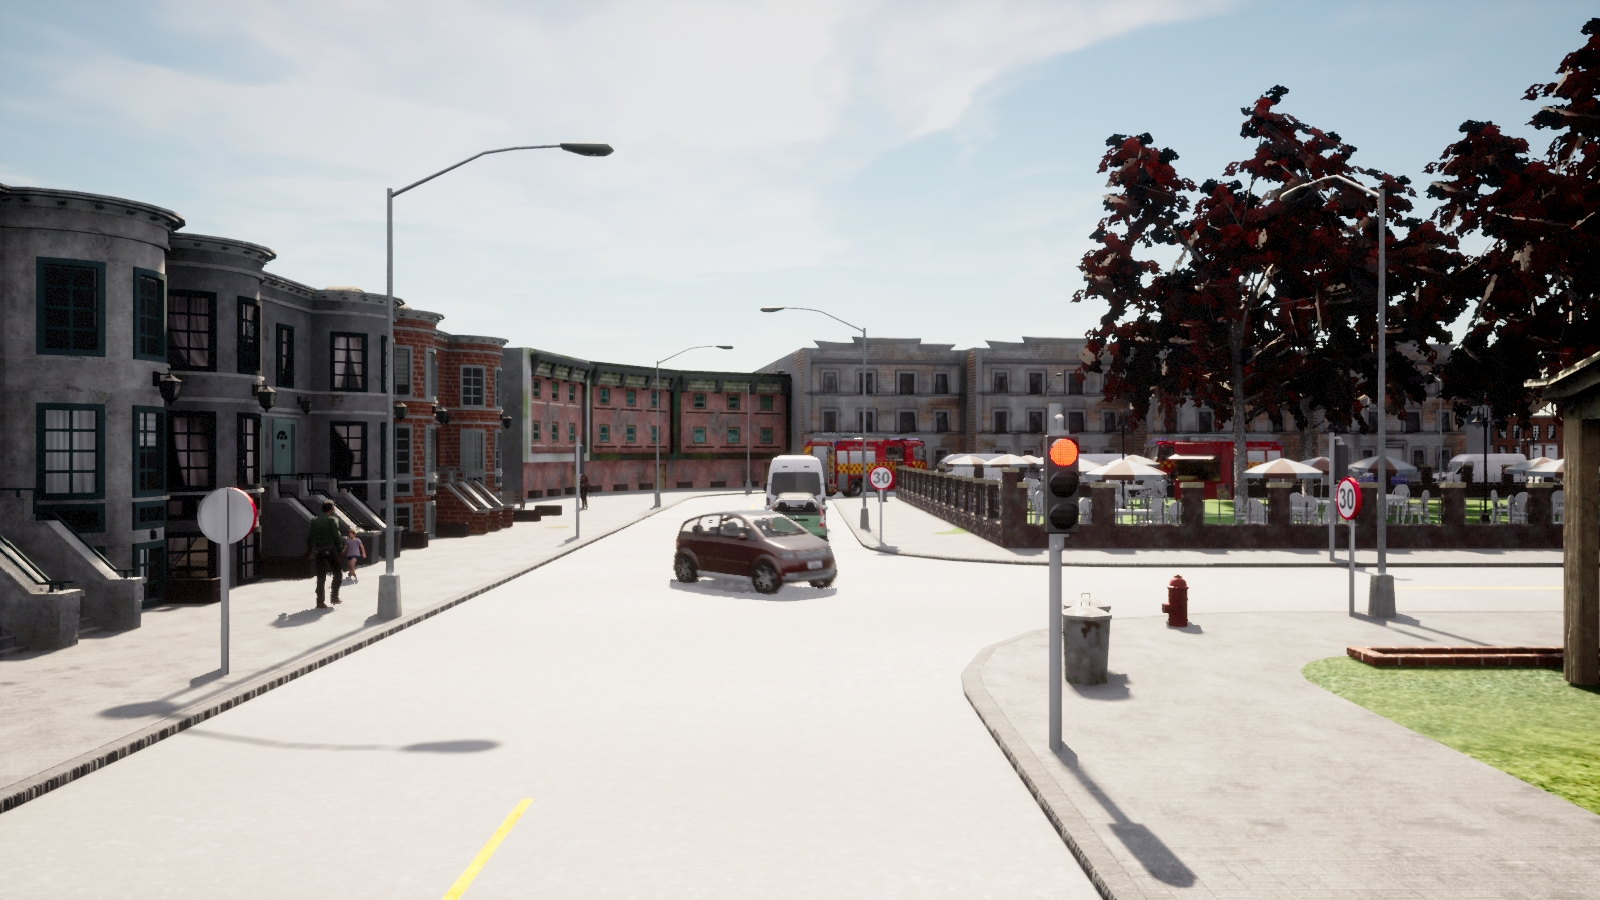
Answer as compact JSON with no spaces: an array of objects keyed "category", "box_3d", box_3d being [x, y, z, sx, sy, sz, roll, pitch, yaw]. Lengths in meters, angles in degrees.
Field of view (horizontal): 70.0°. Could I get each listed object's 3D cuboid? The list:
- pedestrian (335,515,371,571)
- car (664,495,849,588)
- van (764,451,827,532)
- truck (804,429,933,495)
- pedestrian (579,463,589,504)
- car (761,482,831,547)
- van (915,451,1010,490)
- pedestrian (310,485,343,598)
[{"category":"pedestrian","box_3d":[-9.141,1.904,23.393,0.500,1.100,0.500,0,0,9]},{"category":"car","box_3d":[-0.959,1.805,23.532,1.789,1.549,3.705,-2,1,-44]},{"category":"van","box_3d":[-0.147,1.315,39.074,1.988,2.561,5.915,0,0,0]},{"category":"truck","box_3d":[4.295,0.672,70.228,8.468,3.827,2.891,0,0,-43]},{"category":"pedestrian","box_3d":[-9.812,1.525,51.860,0.375,1.860,0.375,0,0,2]},{"category":"car","box_3d":[-0.119,1.779,32.373,1.851,1.617,3.988,0,0,0]},{"category":"van","box_3d":[10.550,1.314,74.428,5.915,2.561,1.988,0,0,0]},{"category":"pedestrian","box_3d":[-7.955,1.524,19.215,0.375,1.860,0.375,0,0,7]}]
